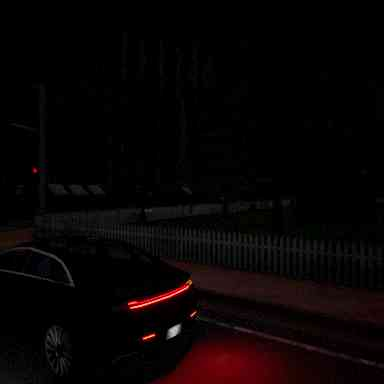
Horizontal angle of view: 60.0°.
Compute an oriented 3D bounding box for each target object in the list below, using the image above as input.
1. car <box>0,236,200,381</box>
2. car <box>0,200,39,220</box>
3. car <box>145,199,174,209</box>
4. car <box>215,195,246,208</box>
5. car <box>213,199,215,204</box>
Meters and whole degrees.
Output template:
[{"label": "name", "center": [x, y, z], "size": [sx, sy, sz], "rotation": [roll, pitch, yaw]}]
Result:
[{"label": "car", "center": [-2.185, 1.491, 5.497], "size": [4.902, 1.511, 2.128], "rotation": [0, 0, 36]}, {"label": "car", "center": [-14.983, 1.505, 28.084], "size": [1.837, 1.490, 4.892], "rotation": [0, 0, 33]}, {"label": "car", "center": [-4.285, 1.564, 44.005], "size": [1.994, 1.385, 4.181], "rotation": [0, 0, 34]}, {"label": "car", "center": [5.737, 1.547, 46.006], "size": [2.033, 1.411, 5.357], "rotation": [0, 0, 34]}, {"label": "car", "center": [5.586, 1.362, 58.480], "size": [2.097, 1.767, 4.553], "rotation": [0, 0, 34]}]
